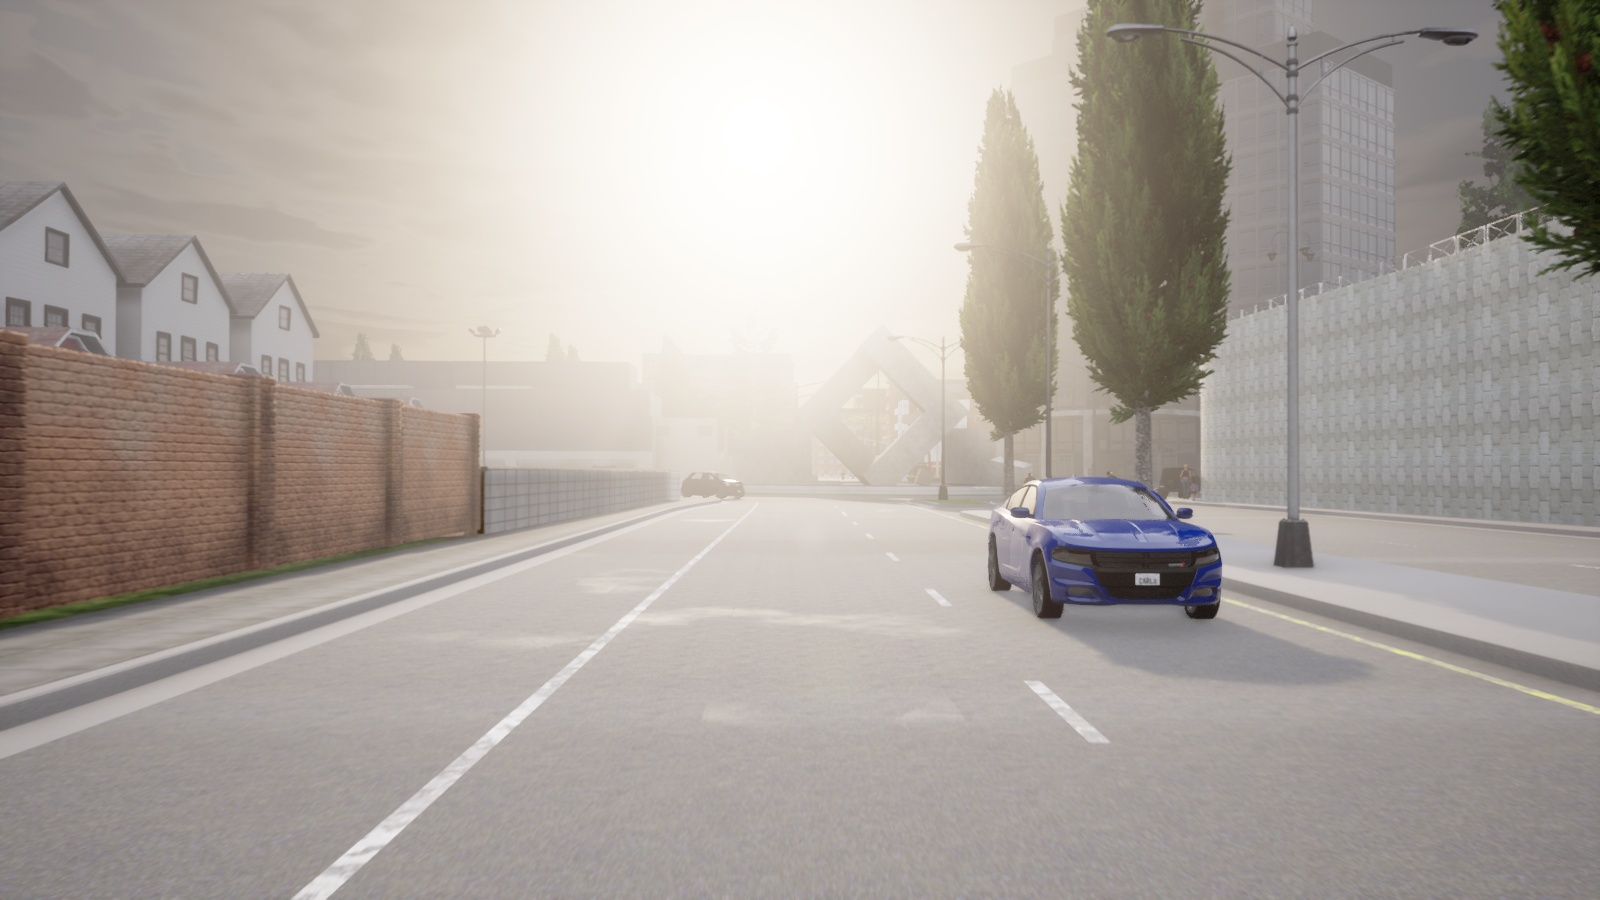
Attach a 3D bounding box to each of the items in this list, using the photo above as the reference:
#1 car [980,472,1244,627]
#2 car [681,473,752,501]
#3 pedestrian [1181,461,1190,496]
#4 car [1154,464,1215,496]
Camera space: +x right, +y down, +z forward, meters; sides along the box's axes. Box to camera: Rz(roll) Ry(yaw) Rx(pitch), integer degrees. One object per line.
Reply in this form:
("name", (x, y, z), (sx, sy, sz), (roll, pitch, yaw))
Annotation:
("car", (3.463, 1.029, 14.987), (1.882, 1.535, 5.008), (0, -1, 0))
("car", (-4.621, 2.005, 69.181), (3.633, 1.501, 1.845), (-1, -1, 40))
("pedestrian", (20.266, 1.493, 65.965), (0.345, 1.836, 0.594), (-1, -1, 29))
("car", (22.905, 1.770, 74.727), (1.905, 1.878, 3.866), (-1, -1, 45))
